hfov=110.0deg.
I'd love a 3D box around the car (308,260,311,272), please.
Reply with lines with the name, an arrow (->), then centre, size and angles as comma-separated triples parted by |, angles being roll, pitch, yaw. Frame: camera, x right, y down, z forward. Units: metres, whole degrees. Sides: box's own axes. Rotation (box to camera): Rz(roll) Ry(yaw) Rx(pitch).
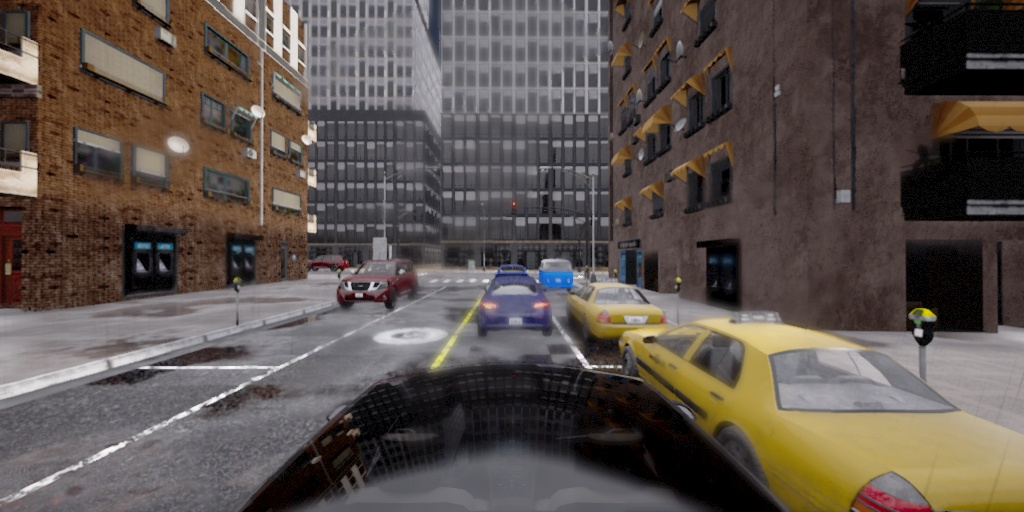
car -> -21.026, 1.064, 32.459 | 4.207, 1.307, 1.802 | 0, 0, -1

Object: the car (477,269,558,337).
car -> 0.056, 1.272, 10.192 | 1.812, 1.442, 4.674 | 0, 0, -1

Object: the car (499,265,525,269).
car -> -0.004, 1.221, 20.453 | 1.882, 1.535, 5.008 | 0, 0, 0

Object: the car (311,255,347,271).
car -> -21.119, 0.837, 40.598 | 5.009, 1.841, 2.192 | 0, 0, -1

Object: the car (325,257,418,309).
car -> -5.388, 1.059, 15.097 | 2.192, 1.841, 5.009 | 0, 0, 0

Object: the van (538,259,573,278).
van -> 2.456, 1.084, 20.786 | 1.690, 1.789, 3.998 | 0, 0, 0

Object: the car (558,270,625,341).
car -> 2.527, 1.272, 9.676 | 1.751, 1.417, 4.829 | 0, 0, 0

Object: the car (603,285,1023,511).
car -> 2.563, 1.274, 4.036 | 1.751, 1.417, 4.829 | 0, 0, 0
